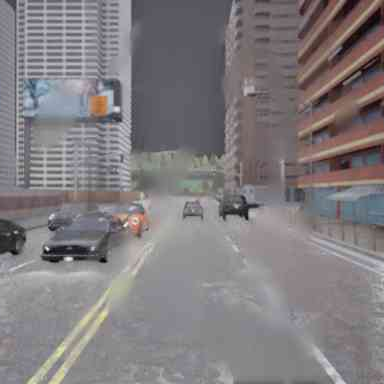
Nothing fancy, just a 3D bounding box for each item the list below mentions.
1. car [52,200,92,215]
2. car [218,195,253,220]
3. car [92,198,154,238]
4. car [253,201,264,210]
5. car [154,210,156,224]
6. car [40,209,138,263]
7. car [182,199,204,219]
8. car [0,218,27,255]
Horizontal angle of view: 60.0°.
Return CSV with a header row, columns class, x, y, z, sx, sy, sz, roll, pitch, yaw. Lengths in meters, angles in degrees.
class,x,y,z,sx,sy,sz,roll,pitch,yaw
car,-7.046,1.387,20.542,2.097,1.767,4.553,0,0,0
car,3.539,1.271,28.822,2.150,2.045,5.566,0,0,0
car,-3.502,1.382,17.745,2.097,1.767,4.553,0,0,0
car,7.220,1.675,42.694,4.718,1.301,1.895,0,0,-44
car,-3.524,1.565,22.772,1.812,1.442,4.674,0,0,0
car,-3.586,1.569,12.328,2.033,1.411,5.357,0,0,0
car,0.096,1.599,29.567,2.033,1.411,5.357,0,0,0
car,-7.093,1.544,10.698,1.812,1.442,4.674,0,0,1
